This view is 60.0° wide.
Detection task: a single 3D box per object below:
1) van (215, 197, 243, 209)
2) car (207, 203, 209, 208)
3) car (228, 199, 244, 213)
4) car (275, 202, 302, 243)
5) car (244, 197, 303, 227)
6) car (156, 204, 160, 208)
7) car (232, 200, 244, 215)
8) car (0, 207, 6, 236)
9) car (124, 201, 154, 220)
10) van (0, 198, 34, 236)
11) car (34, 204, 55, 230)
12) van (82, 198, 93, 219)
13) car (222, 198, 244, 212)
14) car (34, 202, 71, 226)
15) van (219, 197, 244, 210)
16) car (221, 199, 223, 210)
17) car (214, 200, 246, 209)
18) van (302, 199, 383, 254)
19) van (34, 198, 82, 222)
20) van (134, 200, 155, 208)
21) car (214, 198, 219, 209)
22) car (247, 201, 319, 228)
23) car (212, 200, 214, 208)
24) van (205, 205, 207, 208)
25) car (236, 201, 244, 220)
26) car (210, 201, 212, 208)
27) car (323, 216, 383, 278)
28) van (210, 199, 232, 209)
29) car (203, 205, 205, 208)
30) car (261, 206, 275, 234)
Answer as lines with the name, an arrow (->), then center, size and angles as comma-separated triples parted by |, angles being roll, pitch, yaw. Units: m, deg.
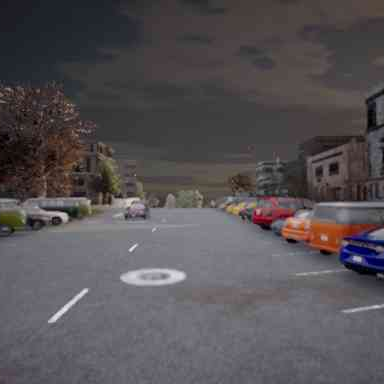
van -> 6.561, 1.954, 59.002 | 4.442, 1.987, 1.878 | 2, -3, -20
car -> 6.387, 2.731, 70.639 | 5.008, 1.535, 2.097 | 2, -4, -20
car -> 6.646, 1.772, 32.629 | 5.366, 1.575, 1.946 | 1, -1, -20
car -> 6.414, 1.471, 14.959 | 4.553, 1.767, 2.185 | 1, -1, -20
car -> 6.481, 1.400, 20.846 | 5.566, 2.045, 2.435 | 1, -1, -20
car -> -11.521, 3.312, 81.629 | 5.566, 2.045, 2.435 | 1, -5, -21
car -> 6.434, 1.770, 29.624 | 4.792, 1.488, 2.163 | 1, 0, -20
car -> -11.368, 1.638, 15.057 | 4.674, 1.452, 2.002 | -1, 0, -20
car -> -4.998, 1.795, 30.972 | 1.812, 1.442, 4.674 | 0, -1, 1
van -> -11.262, 1.399, 18.052 | 4.442, 1.987, 1.878 | -1, -1, -20
car -> -11.364, 1.693, 20.951 | 4.674, 1.452, 2.002 | -1, -1, -20
van -> -11.241, 1.516, 29.828 | 4.442, 1.987, 1.878 | -1, -1, -20
car -> 6.657, 1.838, 38.490 | 5.366, 1.575, 1.946 | 1, -1, -20
car -> -11.362, 1.721, 23.896 | 4.674, 1.452, 2.002 | -1, -1, -20
van -> 6.379, 1.676, 44.252 | 4.442, 1.987, 1.878 | 1, 0, -20
car -> 6.511, 1.901, 41.373 | 4.792, 1.488, 2.163 | 1, -1, -20
car -> 6.453, 2.089, 56.032 | 4.892, 1.521, 2.231 | 1, -2, -20
van -> 6.548, 1.350, 12.077 | 4.442, 1.987, 1.878 | 1, -1, -20
van -> -11.463, 1.487, 26.795 | 4.442, 1.987, 1.878 | -1, 0, -20
van -> -11.368, 2.869, 75.683 | 4.442, 1.987, 1.878 | 1, -4, -20
car -> 6.309, 1.930, 47.165 | 5.366, 1.575, 1.946 | 1, -1, -20
car -> 6.492, 1.553, 23.768 | 4.553, 1.767, 2.185 | 1, 0, -20
car -> 6.457, 1.720, 50.159 | 5.566, 2.045, 2.435 | 1, -1, -20
van -> 6.344, 3.610, 85.317 | 4.442, 1.987, 1.878 | 3, -5, -21
car -> 6.454, 1.711, 26.698 | 4.892, 1.521, 2.231 | 1, -1, -20
car -> 6.443, 2.287, 61.875 | 4.892, 1.521, 2.231 | 2, -3, -20
car -> 6.426, 1.550, 9.099 | 5.008, 1.535, 2.097 | 1, -1, -20
van -> 6.467, 2.699, 73.620 | 4.442, 1.987, 1.878 | 2, -5, -20
car -> 6.089, 4.459, 94.029 | 4.553, 1.767, 2.185 | 3, -6, -21
car -> 6.449, 1.664, 17.895 | 4.674, 1.452, 2.002 | 1, 0, -20
